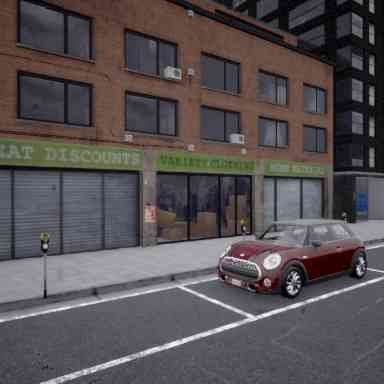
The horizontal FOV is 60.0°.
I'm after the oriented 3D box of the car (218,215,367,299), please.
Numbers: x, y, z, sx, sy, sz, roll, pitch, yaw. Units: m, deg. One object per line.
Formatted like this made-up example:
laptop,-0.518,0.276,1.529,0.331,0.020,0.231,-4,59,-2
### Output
car,2.584,1.440,8.400,4.097,1.590,1.967,0,0,-36
